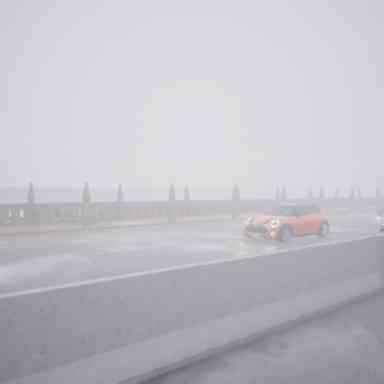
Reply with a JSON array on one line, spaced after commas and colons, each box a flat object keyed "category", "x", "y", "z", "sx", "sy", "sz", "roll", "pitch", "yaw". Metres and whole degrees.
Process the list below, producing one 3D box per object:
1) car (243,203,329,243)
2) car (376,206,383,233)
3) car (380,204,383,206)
[{"category": "car", "x": 4.612, "y": 1.355, "z": 16.101, "sx": 4.553, "sy": 1.767, "sz": 2.097, "roll": 0, "pitch": 0, "yaw": -37}, {"category": "car", "x": 11.333, "y": 1.528, "z": 16.775, "sx": 4.674, "sy": 1.442, "sz": 1.812, "roll": 0, "pitch": 0, "yaw": -37}, {"category": "car", "x": 19.413, "y": 1.510, "z": 31.652, "sx": 4.892, "sy": 1.490, "sz": 1.837, "roll": 0, "pitch": 0, "yaw": -37}]
